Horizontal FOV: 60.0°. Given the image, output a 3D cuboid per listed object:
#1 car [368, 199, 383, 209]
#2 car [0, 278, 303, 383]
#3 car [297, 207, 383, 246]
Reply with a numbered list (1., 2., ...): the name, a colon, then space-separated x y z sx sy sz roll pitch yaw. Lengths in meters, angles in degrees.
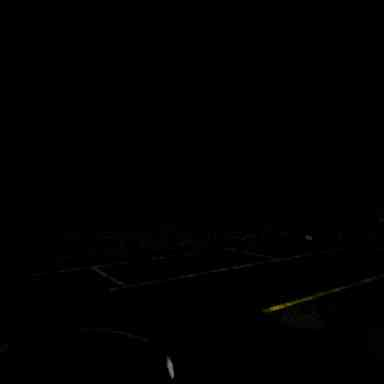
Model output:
1. car: 11.275 1.314 18.559 5.009 1.841 2.192 0 0 -35
2. car: -1.204 1.477 2.575 5.008 1.535 1.882 0 0 -36
3. car: 6.687 1.565 15.285 4.313 1.339 1.947 0 0 -35
